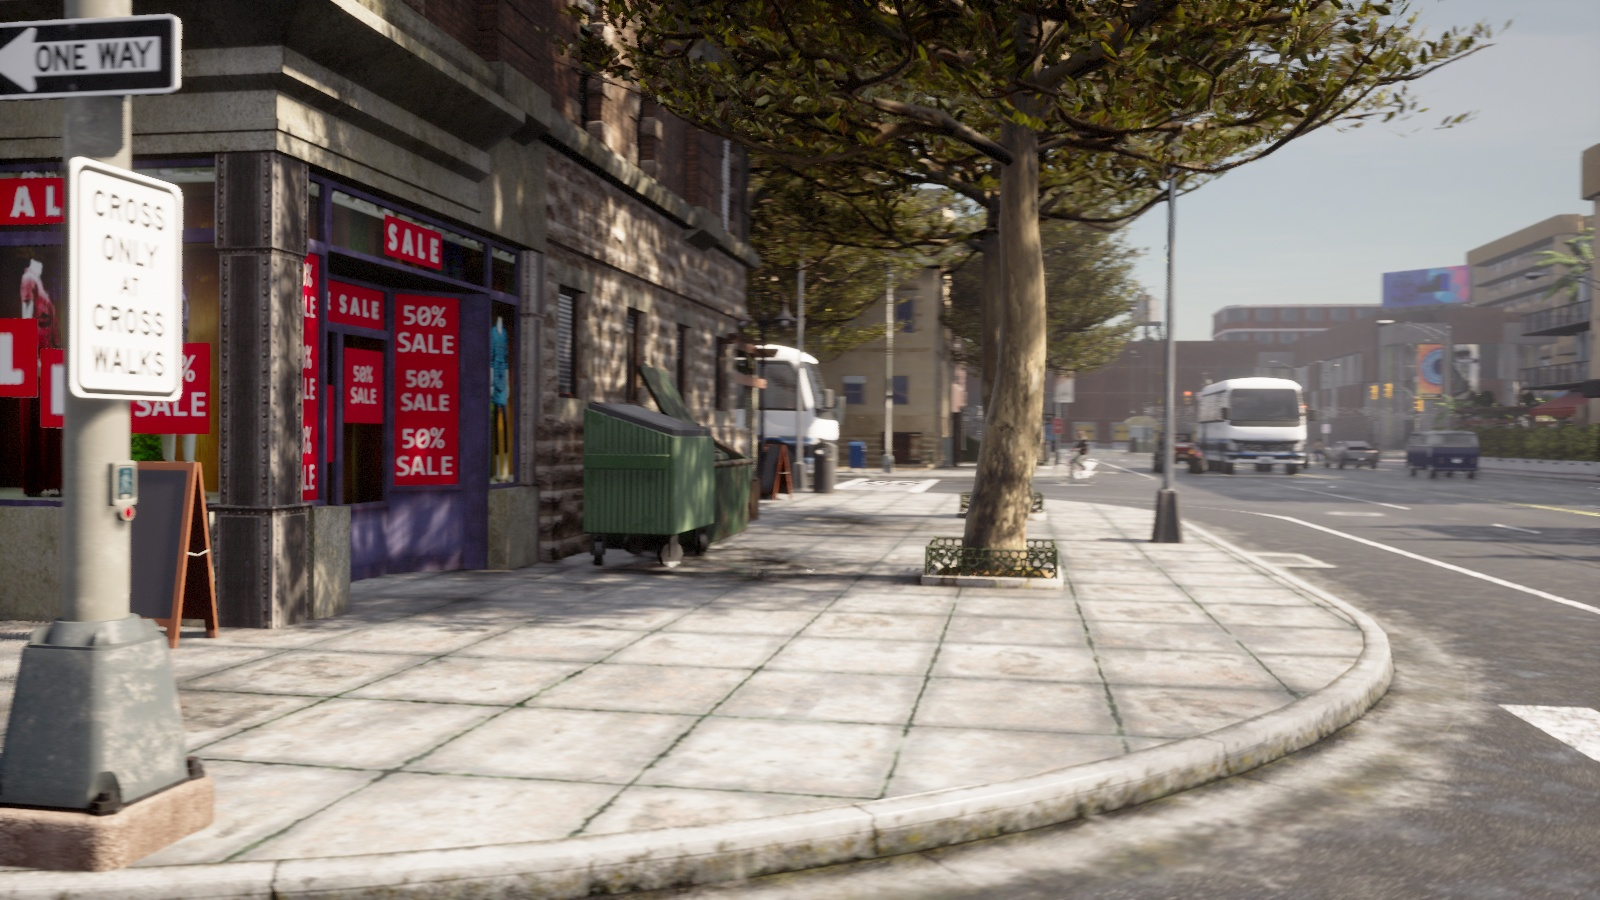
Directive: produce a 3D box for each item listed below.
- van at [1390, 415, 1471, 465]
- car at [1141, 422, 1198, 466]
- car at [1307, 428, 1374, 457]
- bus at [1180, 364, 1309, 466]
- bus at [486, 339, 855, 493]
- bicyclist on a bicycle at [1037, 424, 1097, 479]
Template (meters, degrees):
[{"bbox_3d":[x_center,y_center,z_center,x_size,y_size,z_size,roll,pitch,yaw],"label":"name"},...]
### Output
[{"bbox_3d":[26.431,-0.421,52.768,1.775,1.987,4.442,-1,1,9],"label":"van"},{"bbox_3d":[16.178,-0.283,55.126,1.905,1.878,3.866,-1,1,9],"label":"car"},{"bbox_3d":[28.735,-0.420,66.878,2.128,1.511,4.902,-1,1,9],"label":"car"},{"bbox_3d":[20.222,-1.538,57.863,3.944,4.253,10.273,-1,1,10],"label":"bus"},{"bbox_3d":[-3.719,-0.998,37.524,10.273,4.253,3.944,0,1,10],"label":"bus"},{"bbox_3d":[8.763,0.054,41.194,1.843,1.776,0.659,-1,-1,-25],"label":"bicyclist on a bicycle"}]
